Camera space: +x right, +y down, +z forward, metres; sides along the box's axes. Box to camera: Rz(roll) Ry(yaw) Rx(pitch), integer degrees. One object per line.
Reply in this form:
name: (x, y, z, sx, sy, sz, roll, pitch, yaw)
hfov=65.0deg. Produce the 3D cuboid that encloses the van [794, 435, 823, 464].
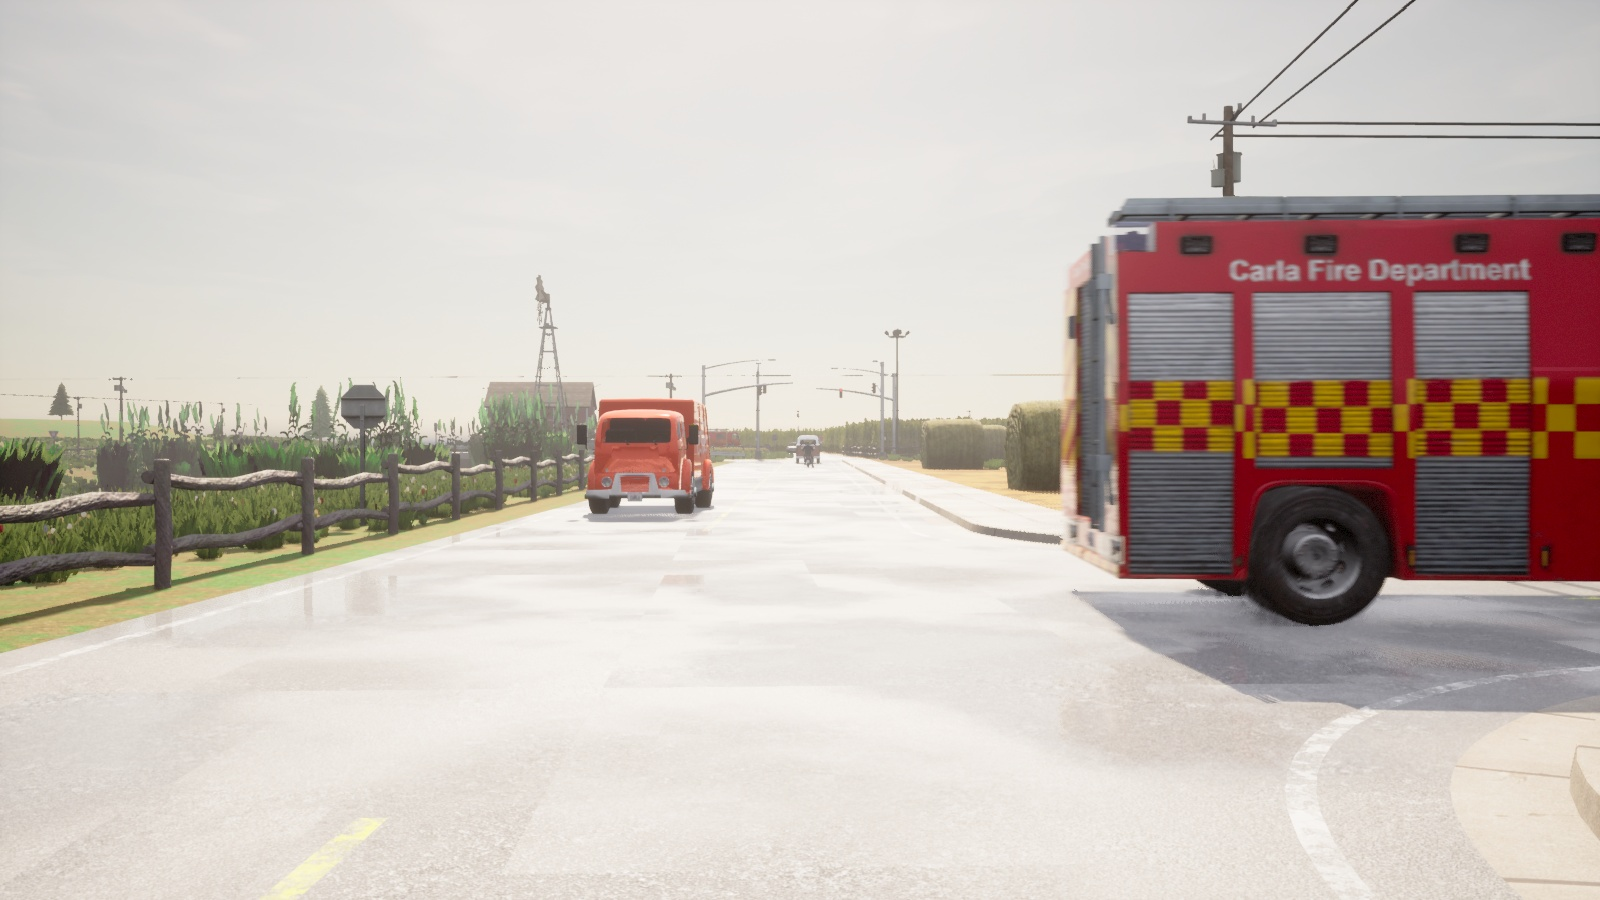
van: (0.589, -0.048, 91.887, 2.069, 2.038, 4.480, 0, 0, 0)

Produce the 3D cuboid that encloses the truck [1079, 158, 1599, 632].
truck: (7.100, -0.446, 11.551, 8.468, 3.827, 2.891, 0, 0, 3)

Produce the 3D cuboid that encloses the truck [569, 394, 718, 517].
truck: (-3.311, 0.099, 27.867, 2.627, 2.467, 5.204, 0, 0, 0)
